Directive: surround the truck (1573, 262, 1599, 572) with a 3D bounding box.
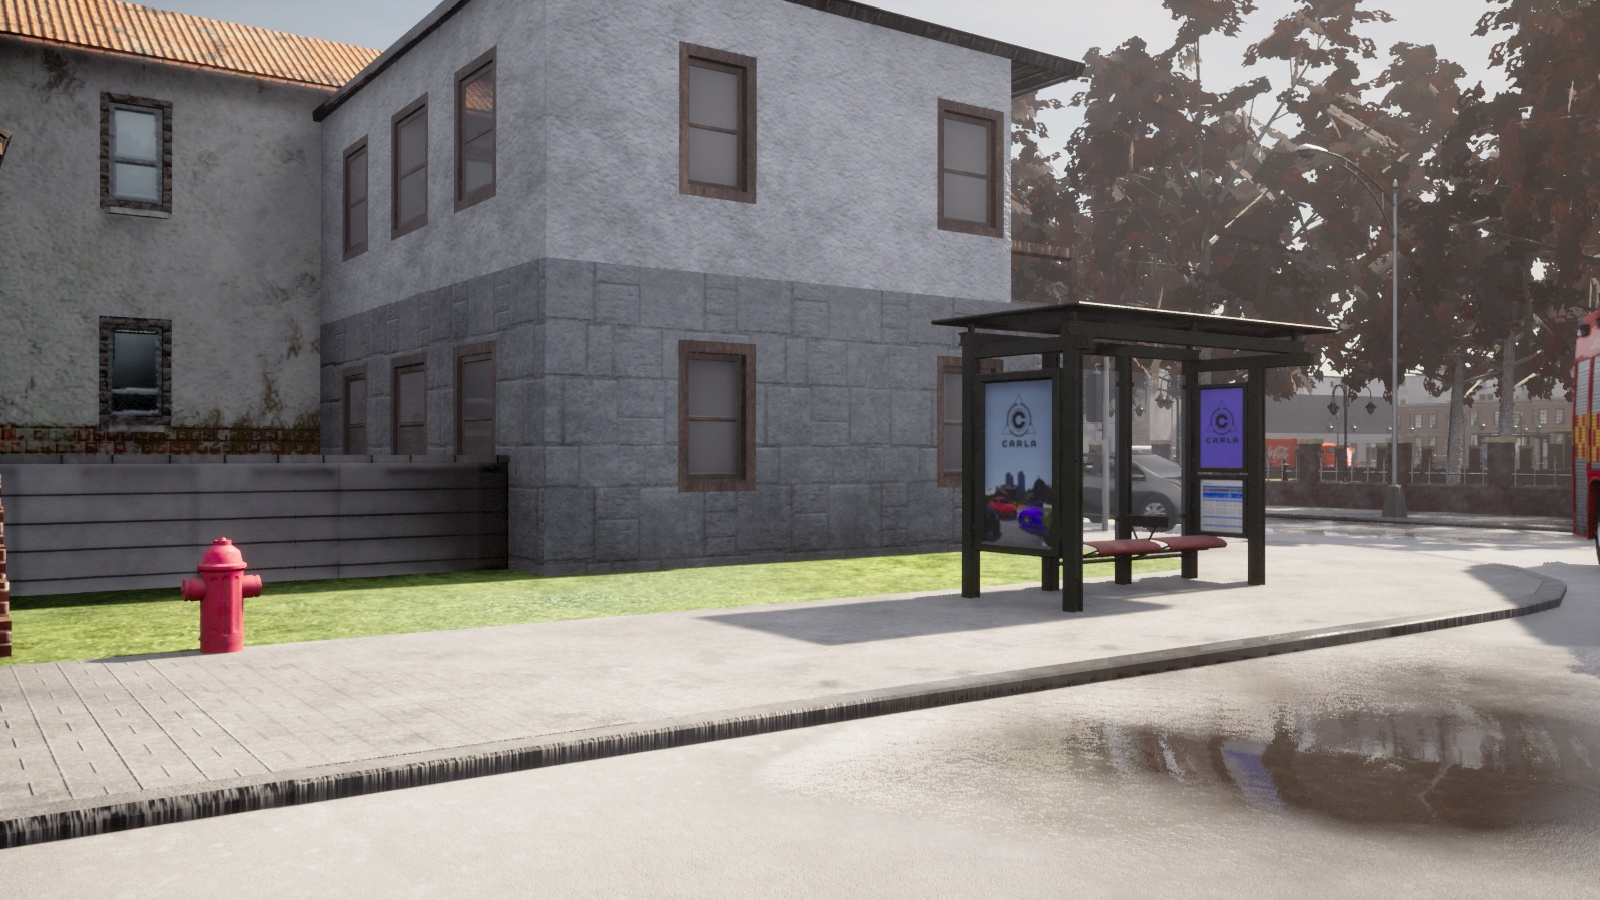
[{"bbox_3d":[10.264,-0.411,12.619,2.891,3.827,8.468,0,0,22],"label":"truck"}]

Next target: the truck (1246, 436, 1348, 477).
[{"bbox_3d":[30.377,0.378,76.880,2.627,2.467,5.204,0,0,-35],"label":"truck"}]
